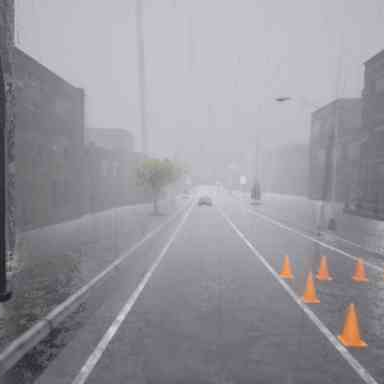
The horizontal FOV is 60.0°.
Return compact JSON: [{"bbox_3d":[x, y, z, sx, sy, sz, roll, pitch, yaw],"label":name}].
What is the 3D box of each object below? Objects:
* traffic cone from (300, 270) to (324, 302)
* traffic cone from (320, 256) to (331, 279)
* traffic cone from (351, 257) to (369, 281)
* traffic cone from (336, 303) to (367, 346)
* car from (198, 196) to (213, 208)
[{"bbox_3d":[2.553,2.037,7.188,0.340,0.580,0.340,2,0,2],"label":"traffic cone"},{"bbox_3d":[3.615,2.063,9.154,0.340,0.580,0.340,2,0,2],"label":"traffic cone"},{"bbox_3d":[4.612,2.090,9.122,0.340,0.580,0.340,2,0,2],"label":"traffic cone"},{"bbox_3d":[2.488,2.034,5.190,0.340,0.580,0.340,2,0,2],"label":"traffic cone"},{"bbox_3d":[1.760,1.250,44.417,2.033,1.411,5.357,2,1,2],"label":"car"}]
